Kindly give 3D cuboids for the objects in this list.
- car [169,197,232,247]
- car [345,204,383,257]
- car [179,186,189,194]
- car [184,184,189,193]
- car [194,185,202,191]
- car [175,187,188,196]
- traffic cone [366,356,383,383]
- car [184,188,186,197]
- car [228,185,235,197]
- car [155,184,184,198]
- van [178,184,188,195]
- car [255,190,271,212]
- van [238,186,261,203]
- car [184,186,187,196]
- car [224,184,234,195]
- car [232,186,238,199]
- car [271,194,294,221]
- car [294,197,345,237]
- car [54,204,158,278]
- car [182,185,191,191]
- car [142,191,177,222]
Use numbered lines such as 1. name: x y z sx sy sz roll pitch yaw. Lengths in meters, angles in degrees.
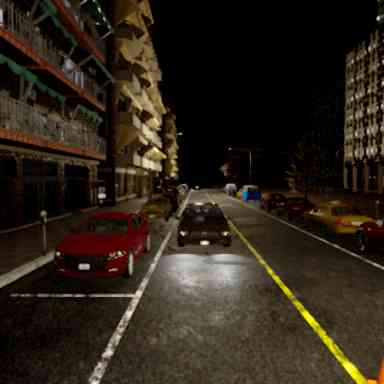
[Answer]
1. car: 0.425 1.131 13.058 2.033 1.411 5.357 0 2 1
2. car: 6.157 1.160 9.071 1.967 1.590 4.097 0 2 1
3. car: -1.500 -0.423 64.420 1.802 1.307 4.206 0 2 1
4. car: -1.789 0.108 42.321 1.967 1.590 4.097 0 2 1
5. car: 1.435 -1.012 82.974 2.033 1.411 5.357 0 2 0
6. car: -1.644 -0.125 53.372 1.887 1.381 4.507 0 2 1
7. traffic cone: 2.125 1.842 3.560 0.340 0.580 0.340 0 2 1
8. car: -1.932 0.560 31.278 2.008 1.369 4.403 0 2 1
9. car: 6.663 0.083 47.740 1.947 1.339 4.313 0 2 1
10. car: -2.006 0.497 25.747 2.192 1.841 5.009 0 2 1
11. van: -1.573 -0.497 58.890 1.690 1.788 3.998 0 2 1
12. car: 6.374 0.782 25.646 1.802 1.307 4.206 0 2 1
13. van: 6.518 0.198 36.686 1.690 1.788 3.998 0 2 1
14. car: -1.860 0.389 36.802 2.008 1.369 4.403 0 2 1
15. car: 6.735 -0.211 53.259 1.967 1.590 4.097 0 2 1
16. car: 6.593 0.207 42.384 1.752 1.417 4.829 0 2 1
17. car: 6.302 0.955 20.123 1.802 1.307 4.206 0 2 1
18. car: 6.232 1.066 14.767 1.752 1.417 4.829 0 2 1
19. car: -2.222 1.246 9.184 1.887 1.381 4.507 0 2 1
20. car: -1.283 -0.939 80.990 1.947 1.339 4.313 0 2 1
21. car: -2.080 0.885 20.061 1.752 1.417 4.829 0 2 1
